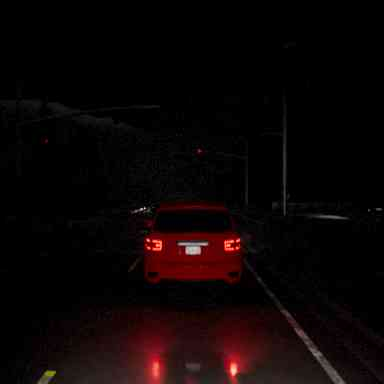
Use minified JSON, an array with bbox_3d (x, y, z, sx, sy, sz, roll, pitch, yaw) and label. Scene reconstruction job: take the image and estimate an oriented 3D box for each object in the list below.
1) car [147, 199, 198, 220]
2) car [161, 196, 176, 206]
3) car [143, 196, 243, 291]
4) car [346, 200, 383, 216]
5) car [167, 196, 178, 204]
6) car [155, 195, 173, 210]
[{"bbox_3d":[-1.614,1.503,29.775,1.837,1.490,4.892,3,2,35],"label":"car"},{"bbox_3d":[-3.712,1.488,54.019,2.128,1.511,4.902,0,0,0],"label":"car"},{"bbox_3d":[0.038,1.221,9.128,2.150,2.045,5.566,0,0,0],"label":"car"},{"bbox_3d":[16.483,1.518,29.941,4.892,1.490,1.837,0,0,-2],"label":"car"},{"bbox_3d":[-3.699,1.560,63.905,1.994,1.385,4.181,0,0,0],"label":"car"},{"bbox_3d":[-3.694,1.349,44.524,2.097,1.767,4.553,0,0,0],"label":"car"}]
